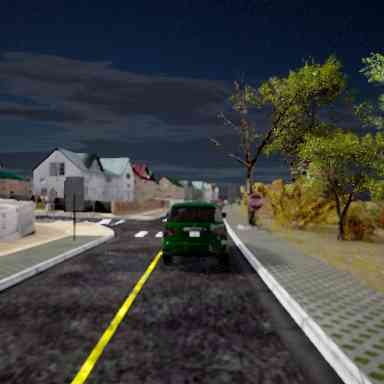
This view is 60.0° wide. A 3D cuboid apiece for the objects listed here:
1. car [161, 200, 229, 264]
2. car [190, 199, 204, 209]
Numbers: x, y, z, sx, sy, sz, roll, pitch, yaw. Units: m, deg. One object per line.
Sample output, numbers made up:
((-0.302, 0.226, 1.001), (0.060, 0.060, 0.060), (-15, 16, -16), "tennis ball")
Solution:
((0.161, 1.364, 12.531), (2.150, 2.045, 5.566), (0, 0, 2), "car")
((1.002, 2.205, 61.371), (2.097, 1.767, 4.553), (0, -1, 7), "car")
